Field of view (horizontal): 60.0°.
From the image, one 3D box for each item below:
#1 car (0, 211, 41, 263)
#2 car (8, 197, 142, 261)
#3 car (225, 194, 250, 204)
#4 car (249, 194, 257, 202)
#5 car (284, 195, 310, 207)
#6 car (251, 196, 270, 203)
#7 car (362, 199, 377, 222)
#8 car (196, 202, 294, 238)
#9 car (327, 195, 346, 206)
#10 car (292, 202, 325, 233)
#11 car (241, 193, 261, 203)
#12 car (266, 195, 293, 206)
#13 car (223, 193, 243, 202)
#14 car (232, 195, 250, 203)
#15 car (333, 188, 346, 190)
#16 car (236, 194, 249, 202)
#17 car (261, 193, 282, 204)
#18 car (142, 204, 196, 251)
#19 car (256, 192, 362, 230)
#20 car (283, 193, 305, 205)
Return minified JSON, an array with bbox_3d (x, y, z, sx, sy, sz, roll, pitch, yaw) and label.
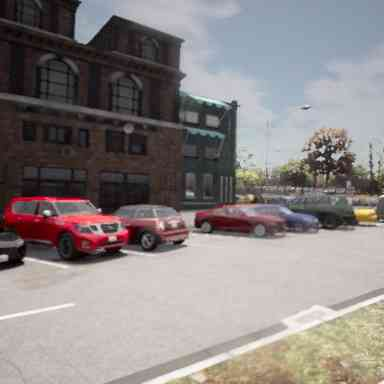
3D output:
[{"bbox_3d":[-7.321,1.495,10.716,4.792,1.488,2.163,-1,-1,35],"label":"car"},{"bbox_3d":[-4.872,1.216,12.465,5.566,2.045,2.435,-1,-1,35],"label":"car"},{"bbox_3d":[7.586,1.156,55.060,2.231,1.521,4.892,0,-1,35],"label":"car"},{"bbox_3d":[10.934,1.028,50.178,2.185,1.767,4.553,0,-1,35],"label":"car"},{"bbox_3d":[14.320,1.193,45.336,2.002,1.452,4.674,1,0,35],"label":"car"},{"bbox_3d":[15.252,1.679,73.722,2.231,1.521,4.892,1,-2,35],"label":"car"},{"bbox_3d":[9.722,1.451,23.030,5.366,1.575,1.946,-1,0,35],"label":"car"},{"bbox_3d":[2.470,1.473,17.696,5.008,1.535,2.097,-1,-1,35],"label":"car"},{"bbox_3d":[25.617,1.551,58.843,2.185,1.767,4.553,1,-2,35],"label":"car"},{"bbox_3d":[4.943,1.512,19.439,4.674,1.452,2.002,-1,-1,35],"label":"car"},{"bbox_3d":[13.533,1.427,76.190,2.435,2.045,5.566,1,-2,35],"label":"car"},{"bbox_3d":[12.633,1.154,47.765,2.231,1.521,4.892,0,-1,35],"label":"car"},{"bbox_3d":[10.131,1.431,81.208,2.435,2.045,5.566,1,-2,35],"label":"car"},{"bbox_3d":[11.722,1.669,78.539,1.946,1.575,5.366,1,-2,35],"label":"car"},{"bbox_3d":[28.757,-0.074,66.289,2.097,1.767,4.553,2,3,-34],"label":"car"},{"bbox_3d":[9.369,1.155,52.788,1.946,1.575,5.366,0,-1,35],"label":"car"},{"bbox_3d":[17.016,1.428,71.270,2.435,2.045,5.566,1,-2,35],"label":"car"},{"bbox_3d":[-2.423,1.343,14.192,4.553,1.767,2.185,-1,-1,35],"label":"car"},{"bbox_3d":[7.378,1.214,21.192,5.566,2.045,2.435,-1,0,35],"label":"car"},{"bbox_3d":[20.425,1.425,66.251,2.435,2.045,5.566,1,-2,35],"label":"car"}]
